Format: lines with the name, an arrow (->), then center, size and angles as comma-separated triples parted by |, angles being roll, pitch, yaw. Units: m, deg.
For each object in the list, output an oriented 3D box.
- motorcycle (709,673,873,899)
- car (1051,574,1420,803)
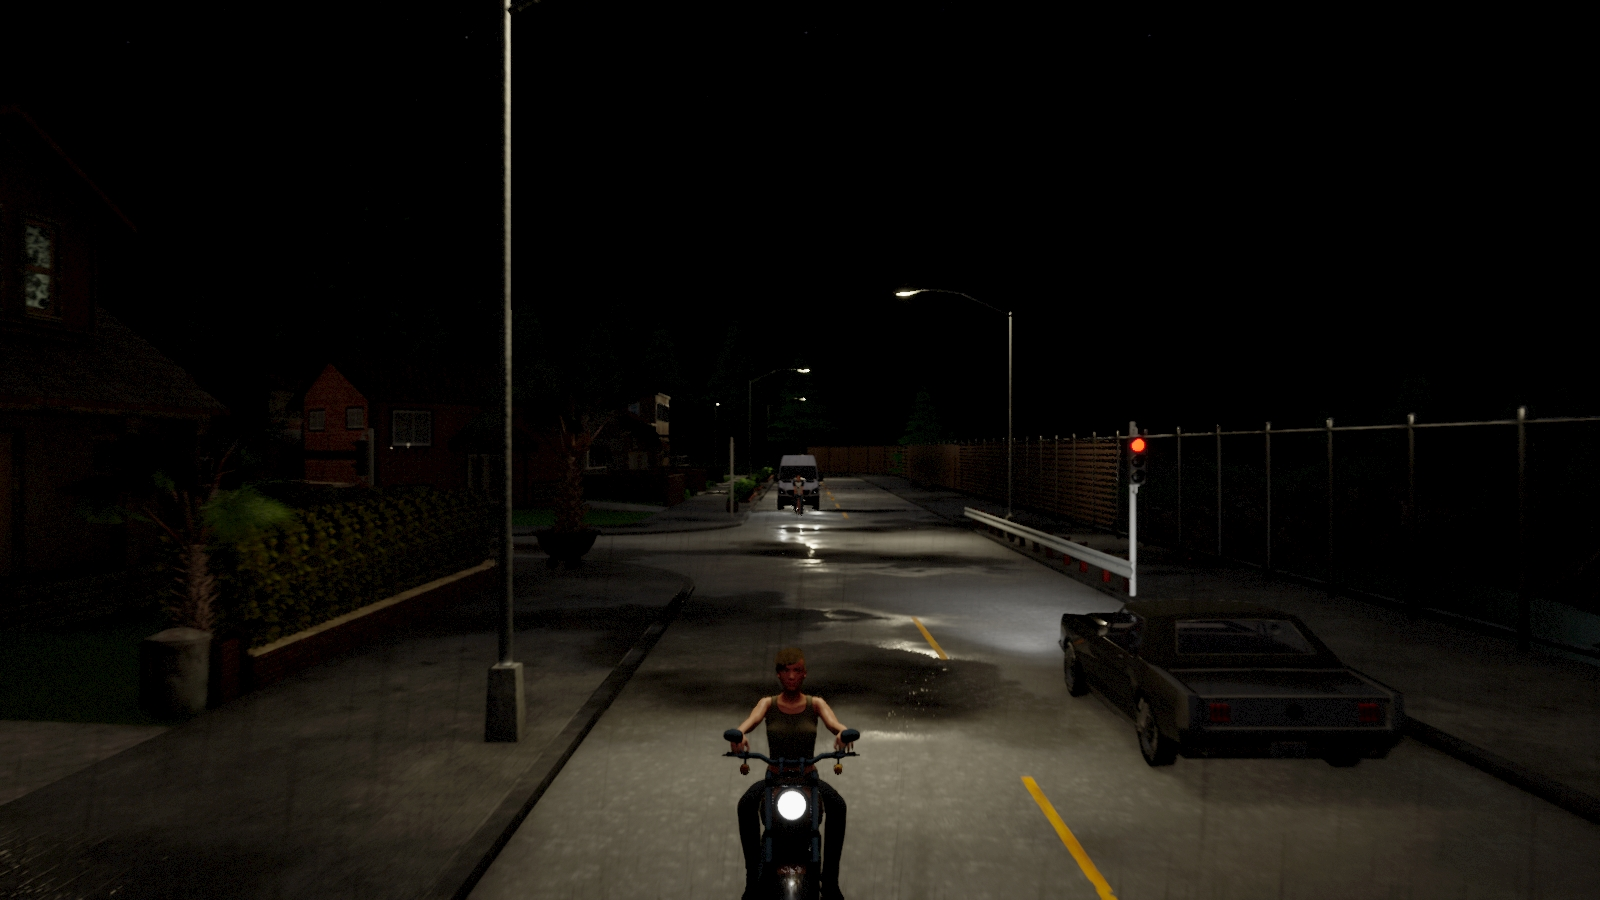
motorcycle -> -0.049, 2.154, 6.490 | 0.764, 1.307, 2.356 | 0, 0, 0
car -> 3.982, 2.154, 11.440 | 1.895, 1.301, 4.718 | 0, 0, 0
